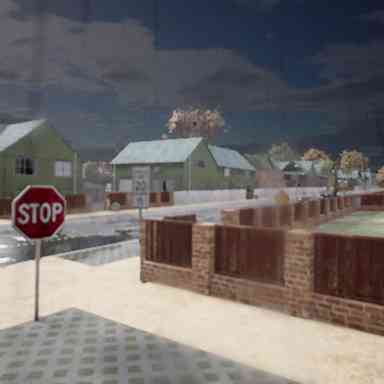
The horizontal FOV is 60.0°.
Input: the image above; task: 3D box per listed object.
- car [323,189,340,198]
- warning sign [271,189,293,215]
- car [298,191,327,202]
[{"bbox_3d":[20.118,0.430,48.592,2.097,1.767,4.553,2,2,35],"label":"car"},{"bbox_3d":[6.929,0.747,25.566,1.300,1.860,1.060,1,1,35],"label":"warning sign"},{"bbox_3d":[14.544,0.856,40.622,1.895,1.301,4.718,2,2,36],"label":"car"}]
